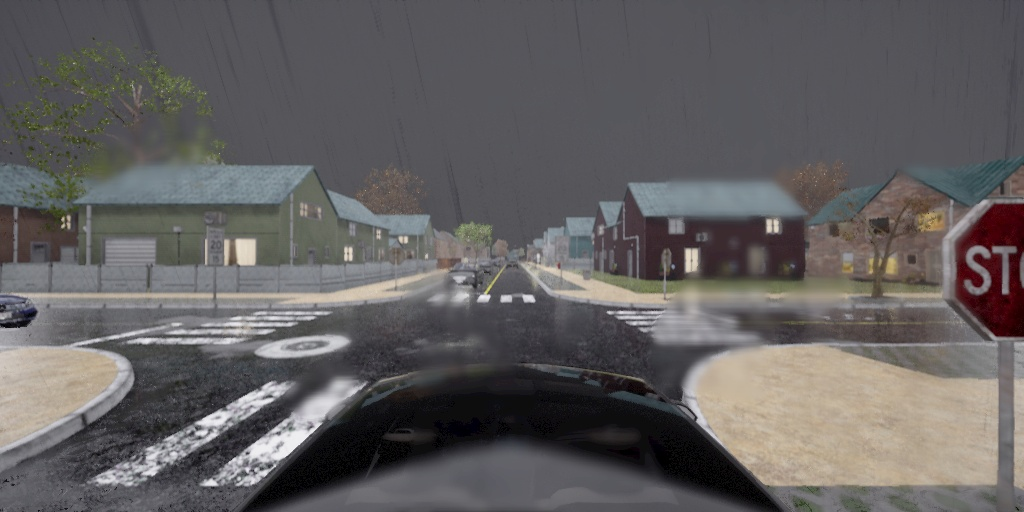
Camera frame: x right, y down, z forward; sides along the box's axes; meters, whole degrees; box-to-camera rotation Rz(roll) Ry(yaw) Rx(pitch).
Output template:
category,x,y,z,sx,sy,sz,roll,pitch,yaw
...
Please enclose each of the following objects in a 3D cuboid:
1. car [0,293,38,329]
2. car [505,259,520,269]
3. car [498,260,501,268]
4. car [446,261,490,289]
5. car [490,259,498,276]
category,x,y,z,sx,sy,sz,roll,pitch,yaw
car,-14.503,1.163,8.524,4.674,1.442,1.812,0,0,-2
car,0.043,1.133,53.574,1.837,1.490,4.892,0,0,0
car,-2.720,1.196,57.030,1.994,1.385,4.181,0,0,0
car,-2.871,1.160,22.571,2.128,1.511,4.902,0,0,2
car,-2.821,1.184,35.398,2.033,1.411,5.357,0,0,0
